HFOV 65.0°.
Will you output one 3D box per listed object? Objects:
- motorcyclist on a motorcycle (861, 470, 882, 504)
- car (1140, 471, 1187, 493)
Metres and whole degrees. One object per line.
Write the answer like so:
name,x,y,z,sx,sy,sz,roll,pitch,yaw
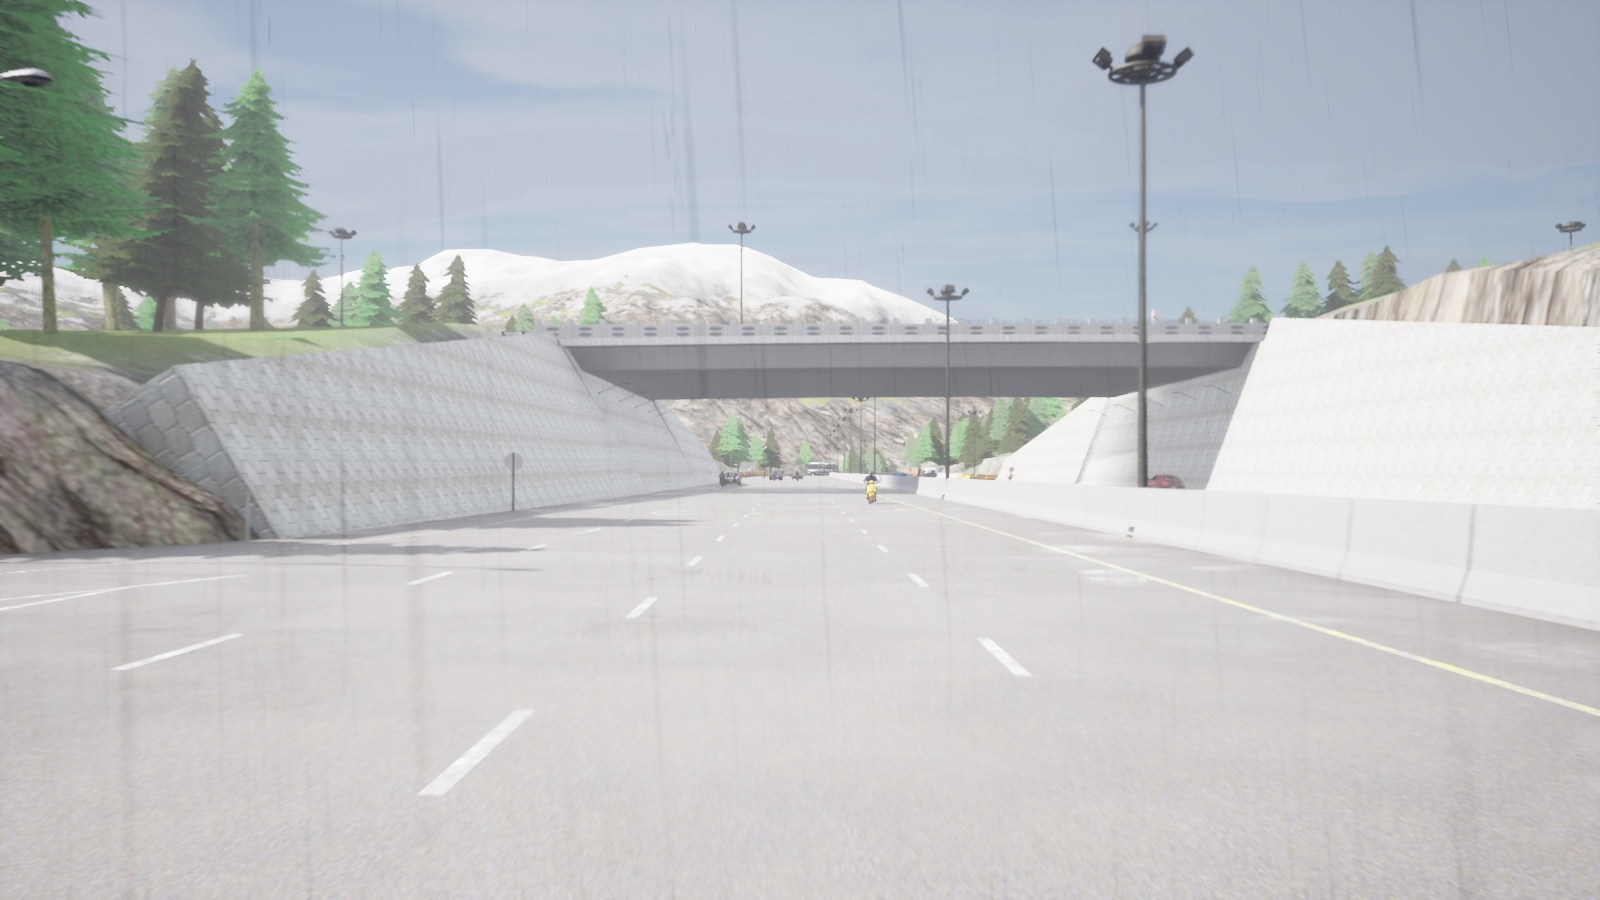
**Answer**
motorcyclist on a motorcycle,3.356,1.741,59.147,0.866,1.590,1.817,0,-1,0
car,24.296,2.146,84.089,1.812,1.442,4.674,0,-1,0
